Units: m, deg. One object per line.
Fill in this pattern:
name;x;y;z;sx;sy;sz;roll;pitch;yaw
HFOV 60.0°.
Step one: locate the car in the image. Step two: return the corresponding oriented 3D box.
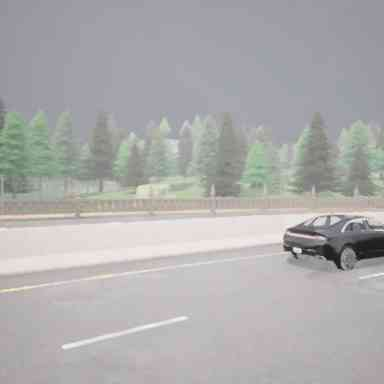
car;5.156;1.475;10.783;4.902;1.511;2.128;0;0;-29
